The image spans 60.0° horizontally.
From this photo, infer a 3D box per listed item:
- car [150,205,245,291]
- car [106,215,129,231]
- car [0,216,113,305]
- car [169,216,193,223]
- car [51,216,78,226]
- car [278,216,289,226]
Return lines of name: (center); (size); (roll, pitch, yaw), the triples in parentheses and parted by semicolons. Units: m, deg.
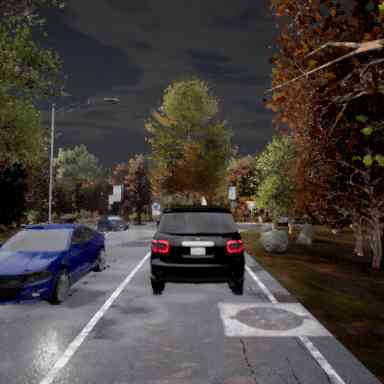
car: (0.121, 1.367, 9.471); (2.150, 2.045, 5.566); (0, -1, 0)
car: (-7.596, 2.944, 31.796); (1.812, 1.442, 4.674); (4, -6, -34)
car: (-3.623, 1.595, 8.548); (1.882, 1.535, 5.008); (0, -1, 0)
car: (-2.273, 5.592, 67.405); (4.674, 1.442, 1.812); (1, -5, 5)
car: (-19.480, 4.401, 51.194); (2.128, 1.511, 4.902); (0, -4, 2)
car: (13.193, 4.146, 47.109); (2.033, 1.411, 5.357); (-1, -4, 14)
